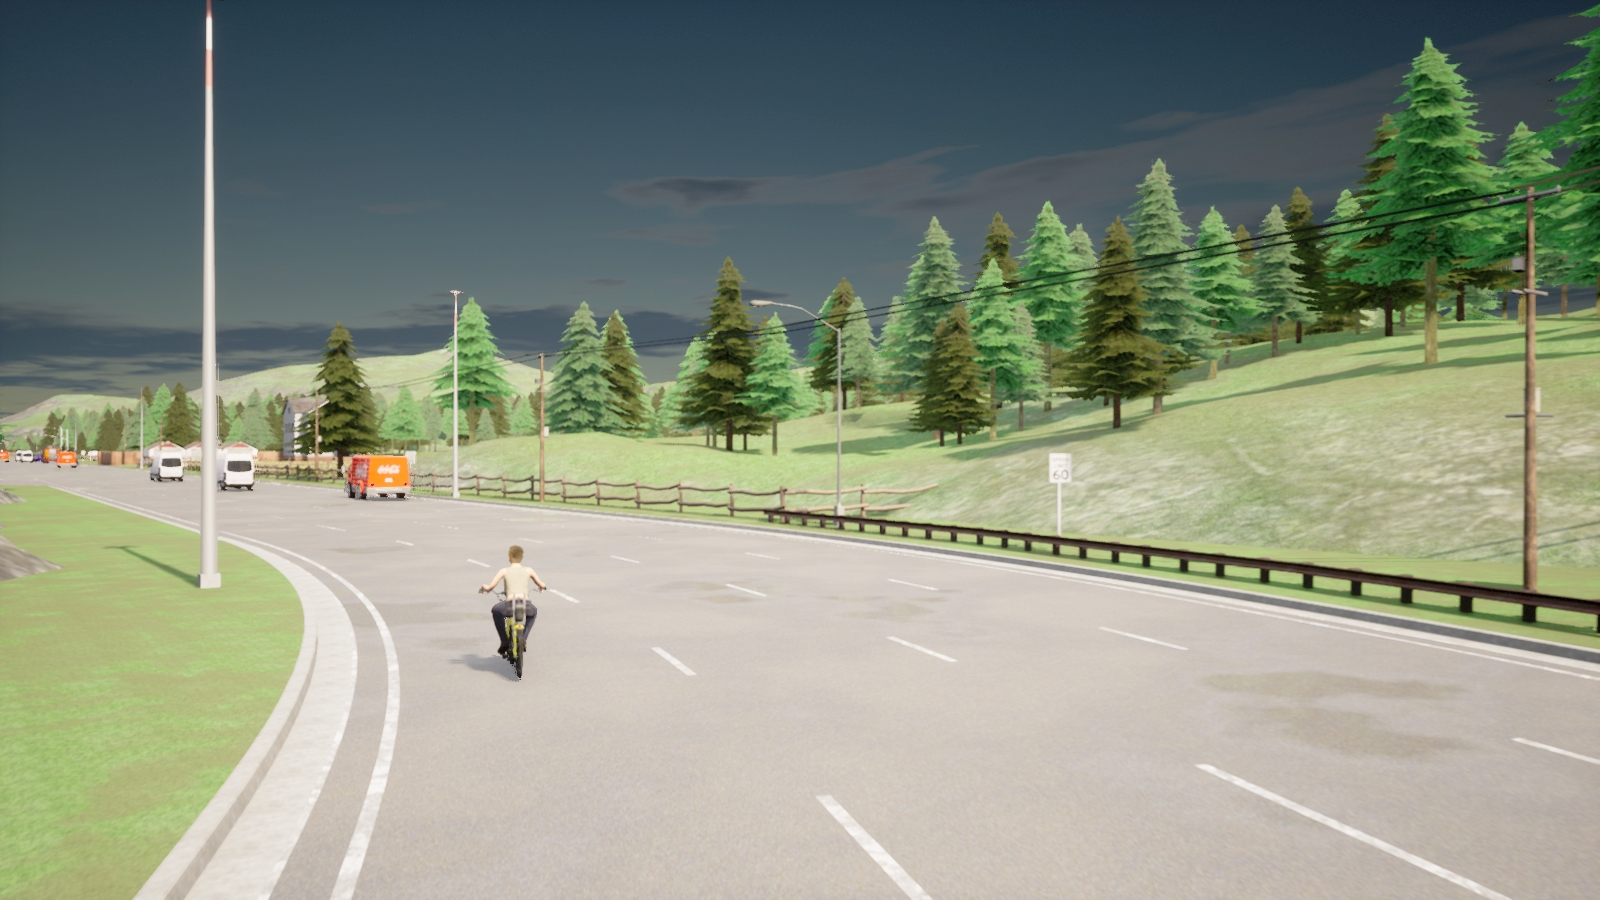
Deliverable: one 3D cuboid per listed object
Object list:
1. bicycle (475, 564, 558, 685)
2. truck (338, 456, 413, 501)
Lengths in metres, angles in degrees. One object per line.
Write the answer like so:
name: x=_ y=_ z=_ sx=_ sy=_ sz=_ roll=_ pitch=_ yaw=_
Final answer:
bicycle: x=-3.607 y=2.159 z=14.449 sx=0.859 sy=1.276 sz=1.487 roll=0 pitch=0 yaw=-20
truck: x=-24.355 y=1.572 z=65.456 sx=2.627 sy=2.467 sz=5.204 roll=0 pitch=0 yaw=-37
